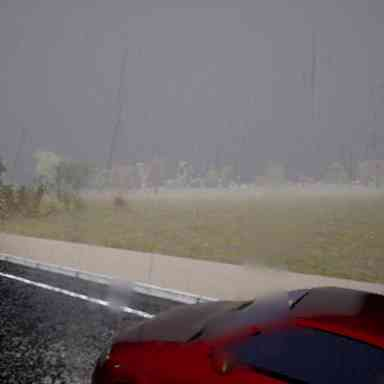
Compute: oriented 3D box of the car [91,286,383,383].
[{"bbox_3d":[1.056,1.571,2.807,4.181,1.385,1.994,-1,0,36],"label":"car"}]
